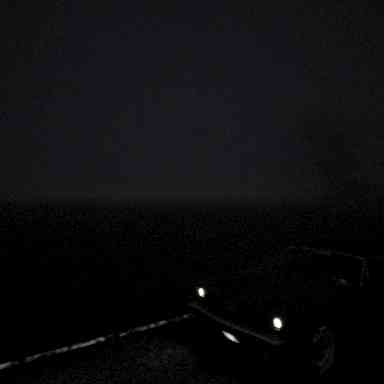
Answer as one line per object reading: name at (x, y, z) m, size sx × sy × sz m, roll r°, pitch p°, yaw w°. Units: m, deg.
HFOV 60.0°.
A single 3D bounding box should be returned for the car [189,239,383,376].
car at (2.302, 1.567, 5.638) m, size 4.718 × 1.301 × 1.895 m, roll 0°, pitch 0°, yaw -36°
